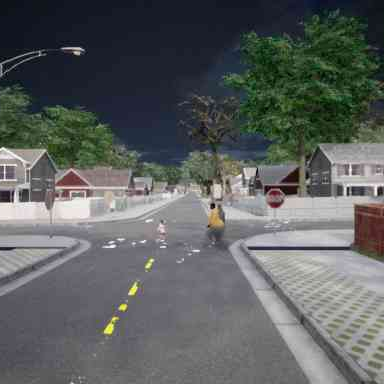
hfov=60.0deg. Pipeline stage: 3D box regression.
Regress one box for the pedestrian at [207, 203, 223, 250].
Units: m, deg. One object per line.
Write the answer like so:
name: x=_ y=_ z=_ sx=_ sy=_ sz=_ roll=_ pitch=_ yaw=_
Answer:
pedestrian: x=0.880 y=1.292 z=12.789 sx=0.375 sy=1.860 sz=0.375 roll=0 pitch=0 yaw=0

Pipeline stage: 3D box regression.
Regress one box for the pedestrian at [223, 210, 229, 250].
pedestrian: x=1.184 y=1.292 z=13.389 sx=0.375 sy=1.860 sz=0.375 roll=0 pitch=0 yaw=0

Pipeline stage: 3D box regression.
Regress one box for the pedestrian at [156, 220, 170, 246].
pedestrian: x=-1.212 y=1.671 z=14.003 sx=0.500 sy=1.100 sz=0.500 roll=0 pitch=0 yaw=0
